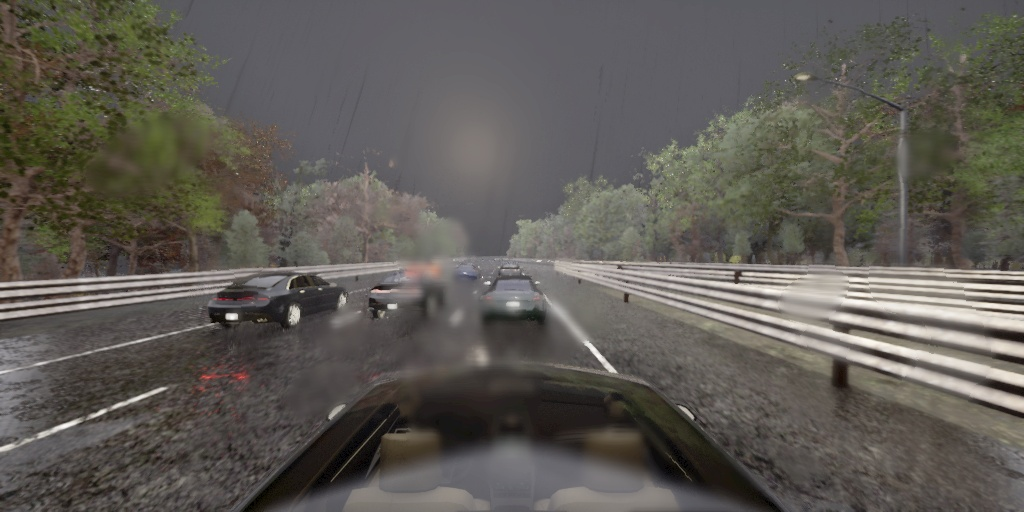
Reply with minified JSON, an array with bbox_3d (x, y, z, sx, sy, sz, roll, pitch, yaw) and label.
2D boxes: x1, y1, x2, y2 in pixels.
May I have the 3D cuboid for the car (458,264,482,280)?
[{"bbox_3d":[-3.690,1.335,30.313,1.994,1.385,4.181,0,0,-1],"label":"car"}]

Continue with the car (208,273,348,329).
[{"bbox_3d":[-6.943,1.259,11.302,1.837,1.490,4.892,0,0,0],"label":"car"}]

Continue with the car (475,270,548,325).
[{"bbox_3d":[0.053,1.317,11.830,1.994,1.385,4.181,0,0,0],"label":"car"}]

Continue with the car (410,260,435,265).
[{"bbox_3d":[-7.173,1.123,29.357,2.097,1.767,4.553,0,0,-1],"label":"car"}]

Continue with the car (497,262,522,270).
[{"bbox_3d":[-0.172,1.260,29.441,2.128,1.511,4.902,0,0,-1],"label":"car"}]

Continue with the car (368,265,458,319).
[{"bbox_3d":[-3.454,1.247,12.771,2.128,1.511,4.902,0,0,0],"label":"car"}]
